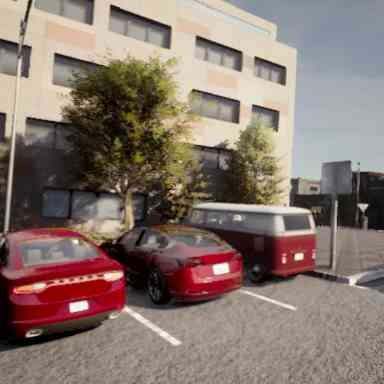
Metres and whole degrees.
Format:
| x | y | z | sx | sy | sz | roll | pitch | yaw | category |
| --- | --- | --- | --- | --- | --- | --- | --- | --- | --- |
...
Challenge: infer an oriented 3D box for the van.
| x | y | z | sx | sy | sz | roll | pitch | yaw | category |
| --- | --- | --- | --- | --- | --- | --- | --- | --- | --- |
| 1.441 | 1.366 | 10.139 | 1.878 | 1.987 | 4.442 | 1 | -1 | -35 | van |

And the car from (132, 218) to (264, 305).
| x | y | z | sx | sy | sz | roll | pitch | yaw | category |
| --- | --- | --- | --- | --- | --- | --- | --- | --- | --- |
| -0.781 | 1.560 | 8.447 | 2.163 | 1.488 | 4.792 | 1 | -1 | -36 | car |

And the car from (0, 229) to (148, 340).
| x | y | z | sx | sy | sz | roll | pitch | yaw | category |
| --- | --- | --- | --- | --- | --- | --- | --- | --- | --- |
| -3.068 | 1.490 | 6.778 | 2.097 | 1.535 | 5.008 | 0 | 0 | -36 | car |
